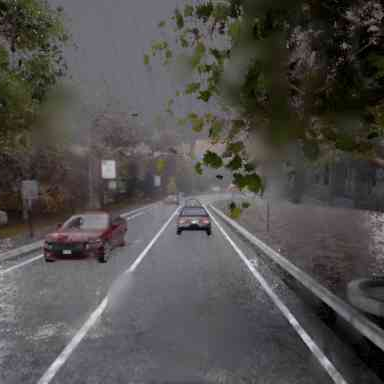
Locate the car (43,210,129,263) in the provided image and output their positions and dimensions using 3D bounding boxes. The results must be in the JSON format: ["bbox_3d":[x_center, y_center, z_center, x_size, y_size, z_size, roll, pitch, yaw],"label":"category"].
[{"bbox_3d":[-3.599,1.455,12.096,1.882,1.535,5.008,0,0,0],"label":"car"}]

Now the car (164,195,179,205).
[{"bbox_3d":[-3.297,1.239,55.066,2.097,1.767,4.553,0,0,3],"label":"car"}]

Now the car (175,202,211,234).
[{"bbox_3d":[0.100,1.513,18.823,2.033,1.411,5.357,0,0,0],"label":"car"}]

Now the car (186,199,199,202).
[{"bbox_3d":[0.100,1.477,38.386,2.033,1.411,5.357,0,0,0],"label":"car"}]
